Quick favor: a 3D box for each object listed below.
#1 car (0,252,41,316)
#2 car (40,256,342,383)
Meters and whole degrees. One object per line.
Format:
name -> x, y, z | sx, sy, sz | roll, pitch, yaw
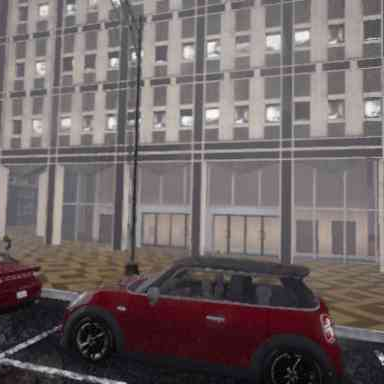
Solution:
car -> -5.290, 1.701, 6.787 | 4.507, 1.381, 1.887 | 2, -4, 16
car -> 0.045, 1.744, 5.261 | 4.097, 1.590, 1.967 | 2, -4, 16
